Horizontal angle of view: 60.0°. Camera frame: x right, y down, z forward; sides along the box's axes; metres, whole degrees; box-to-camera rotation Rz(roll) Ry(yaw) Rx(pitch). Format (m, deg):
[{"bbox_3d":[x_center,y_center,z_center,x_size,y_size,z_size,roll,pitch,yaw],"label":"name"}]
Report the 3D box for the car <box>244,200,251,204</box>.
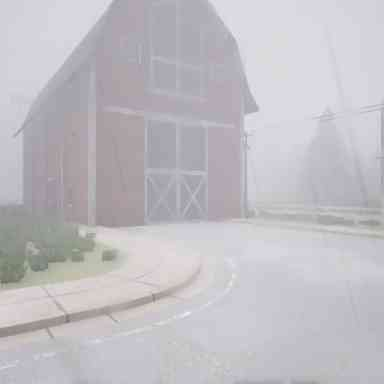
[{"bbox_3d":[6.185,1.590,45.819,1.994,1.385,4.181,0,0,-34],"label":"car"}]
